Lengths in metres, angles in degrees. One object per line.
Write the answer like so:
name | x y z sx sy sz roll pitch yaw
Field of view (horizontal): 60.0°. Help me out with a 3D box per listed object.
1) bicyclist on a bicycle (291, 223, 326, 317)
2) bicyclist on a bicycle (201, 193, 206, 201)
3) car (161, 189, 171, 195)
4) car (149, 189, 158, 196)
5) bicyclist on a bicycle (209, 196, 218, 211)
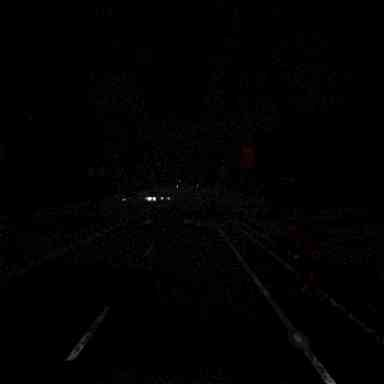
bicyclist on a bicycle | 2.260 1.443 6.501 0.582 1.620 1.656 0 0 0
bicyclist on a bicycle | 2.236 0.889 63.389 0.866 1.612 1.509 0 1 0
car | -6.489 -0.071 83.583 2.097 1.767 4.553 0 1 0
car | -9.739 0.100 83.557 2.128 1.511 4.902 0 1 0
bicyclist on a bicycle | 2.212 1.168 33.850 0.866 1.612 1.509 -1 1 0
